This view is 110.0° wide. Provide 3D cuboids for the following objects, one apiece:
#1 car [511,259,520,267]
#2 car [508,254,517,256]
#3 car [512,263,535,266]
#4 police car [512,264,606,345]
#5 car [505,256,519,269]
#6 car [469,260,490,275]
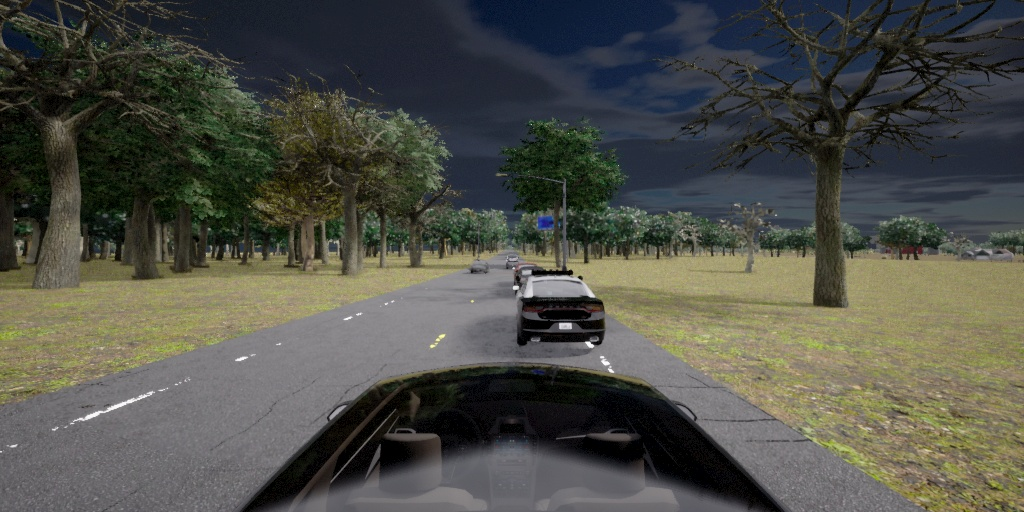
[{"bbox_3d":[1.065,1.223,25.524,1.882,1.535,5.008,0,0,0],"label":"car"},{"bbox_3d":[0.042,0.726,65.065,2.150,2.045,5.566,0,1,0],"label":"car"},{"bbox_3d":[1.061,1.276,19.525,1.812,1.442,4.674,0,0,0],"label":"car"},{"bbox_3d":[1.054,1.175,9.635,1.930,1.638,5.238,0,0,0],"label":"police car"},{"bbox_3d":[0.100,1.110,52.431,2.128,1.511,4.902,0,0,0],"label":"car"},{"bbox_3d":[-3.475,1.193,38.850,1.837,1.490,4.892,0,0,0],"label":"car"}]
